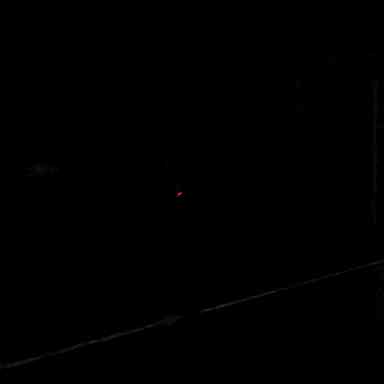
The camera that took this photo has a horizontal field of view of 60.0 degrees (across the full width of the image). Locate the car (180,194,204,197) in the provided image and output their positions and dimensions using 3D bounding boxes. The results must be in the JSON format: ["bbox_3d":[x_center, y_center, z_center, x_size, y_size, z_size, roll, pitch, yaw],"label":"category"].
[{"bbox_3d":[0.565,1.203,36.809,2.150,2.045,5.566,0,0,-37],"label":"car"}]
